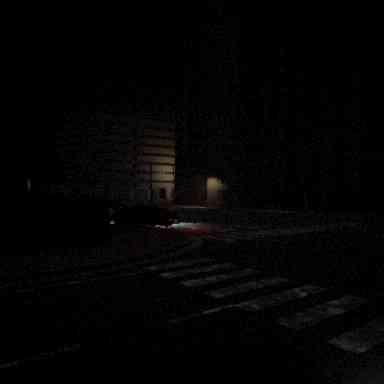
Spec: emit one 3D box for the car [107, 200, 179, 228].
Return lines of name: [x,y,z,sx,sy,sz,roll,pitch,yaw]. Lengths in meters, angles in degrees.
car: [-3.092,1.530,21.691,4.674,1.442,1.812,2,-1,24]

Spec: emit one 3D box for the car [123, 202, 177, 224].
car: [-3.496,1.602,26.723,2.033,1.411,5.357,0,0,-35]

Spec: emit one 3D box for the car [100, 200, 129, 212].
car: [-9.739,1.655,41.568,1.895,1.301,4.718,0,0,-35]
